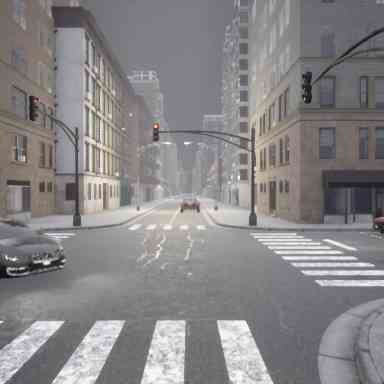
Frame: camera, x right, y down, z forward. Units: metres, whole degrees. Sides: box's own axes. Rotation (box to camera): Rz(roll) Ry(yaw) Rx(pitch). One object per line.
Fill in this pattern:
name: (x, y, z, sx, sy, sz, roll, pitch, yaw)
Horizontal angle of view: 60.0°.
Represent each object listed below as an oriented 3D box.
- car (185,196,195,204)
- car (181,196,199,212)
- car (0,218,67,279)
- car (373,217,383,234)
car: (-0.434, 1.544, 64.146, 1.812, 1.442, 4.674, 0, 0, 0)
car: (-0.212, 1.358, 39.127, 2.097, 1.767, 4.553, 0, 0, 0)
car: (-5.662, 1.515, 9.476, 4.892, 1.490, 1.837, 0, -2, 31)
car: (11.647, 1.530, 16.970, 4.507, 1.381, 1.887, 0, 0, 0)
